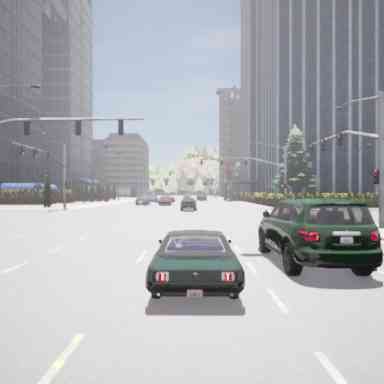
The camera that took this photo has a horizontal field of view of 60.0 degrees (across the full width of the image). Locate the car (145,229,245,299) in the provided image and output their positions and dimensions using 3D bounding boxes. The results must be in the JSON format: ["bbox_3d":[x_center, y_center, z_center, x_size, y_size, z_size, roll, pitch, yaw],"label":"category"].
[{"bbox_3d":[0.077,1.587,8.367,1.895,1.301,4.718,0,0,0],"label":"car"}]

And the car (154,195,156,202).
[{"bbox_3d":[-7.953,1.413,68.178,1.812,1.442,4.674,0,1,-1],"label":"car"}]

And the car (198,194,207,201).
[{"bbox_3d":[2.402,1.217,78.830,2.097,1.767,4.553,0,0,-1],"label":"car"}]

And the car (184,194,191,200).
[{"bbox_3d":[-1.240,1.238,89.063,1.882,1.535,5.008,0,0,-1],"label":"car"}]

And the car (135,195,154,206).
[{"bbox_3d":[-7.809,1.402,52.571,2.128,1.511,4.902,0,0,0],"label":"car"}]

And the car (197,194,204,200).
[{"bbox_3d":[2.259,1.238,89.110,1.882,1.535,5.008,0,0,-1],"label":"car"}]

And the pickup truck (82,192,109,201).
[{"bbox_3d":[-21.147,0.937,73.428,2.390,2.098,6.274,0,0,30],"label":"pickup truck"}]

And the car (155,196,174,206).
[{"bbox_3d":[-4.313,1.389,53.037,1.882,1.535,5.008,0,0,0],"label":"car"}]

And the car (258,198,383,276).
[{"bbox_3d":[3.589,1.204,10.394,2.150,2.045,5.566,0,0,0],"label":"car"}]

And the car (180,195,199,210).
[{"bbox_3d":[-0.434,1.437,40.704,1.837,1.490,4.892,0,0,-1],"label":"car"}]
